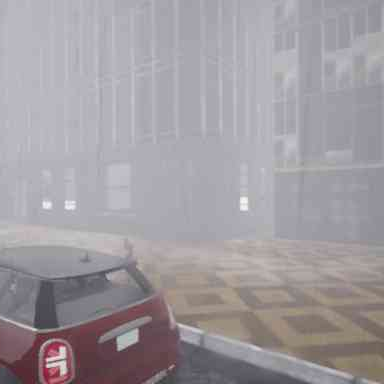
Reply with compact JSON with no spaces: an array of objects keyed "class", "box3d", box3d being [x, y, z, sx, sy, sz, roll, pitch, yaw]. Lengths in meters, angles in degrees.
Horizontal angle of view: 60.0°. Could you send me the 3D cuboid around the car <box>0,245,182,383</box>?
[{"class":"car","box3d":[-2.189,1.415,4.298,4.097,1.590,1.967,0,-1,36]}]
